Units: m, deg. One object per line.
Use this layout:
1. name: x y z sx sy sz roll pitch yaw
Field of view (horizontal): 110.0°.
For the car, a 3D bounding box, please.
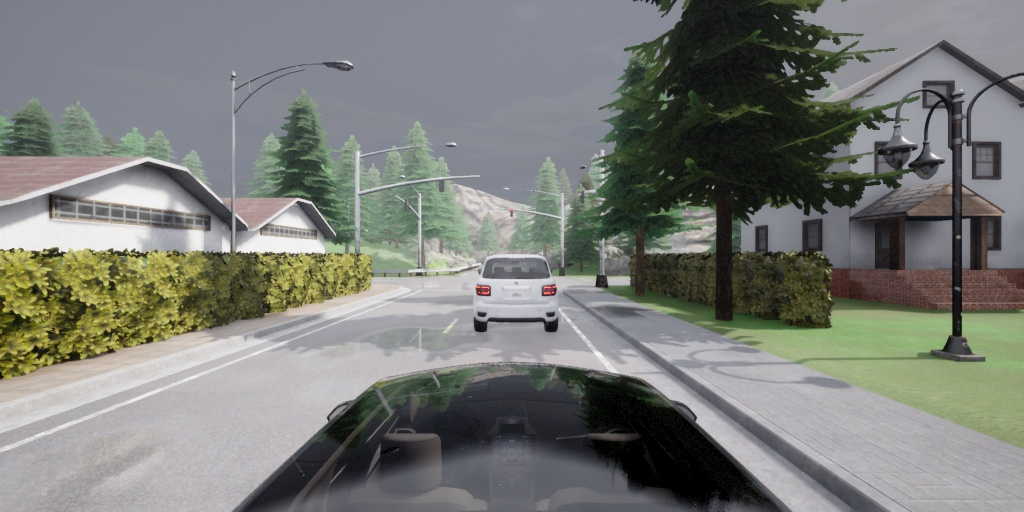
1. car: 0.104 0.971 10.964 2.150 2.045 5.566 0 0 0
